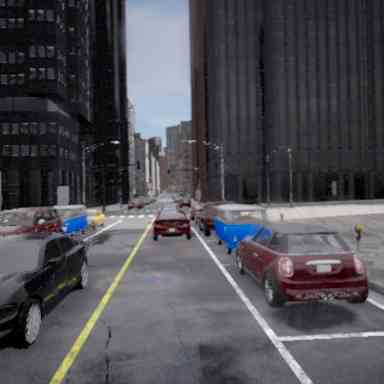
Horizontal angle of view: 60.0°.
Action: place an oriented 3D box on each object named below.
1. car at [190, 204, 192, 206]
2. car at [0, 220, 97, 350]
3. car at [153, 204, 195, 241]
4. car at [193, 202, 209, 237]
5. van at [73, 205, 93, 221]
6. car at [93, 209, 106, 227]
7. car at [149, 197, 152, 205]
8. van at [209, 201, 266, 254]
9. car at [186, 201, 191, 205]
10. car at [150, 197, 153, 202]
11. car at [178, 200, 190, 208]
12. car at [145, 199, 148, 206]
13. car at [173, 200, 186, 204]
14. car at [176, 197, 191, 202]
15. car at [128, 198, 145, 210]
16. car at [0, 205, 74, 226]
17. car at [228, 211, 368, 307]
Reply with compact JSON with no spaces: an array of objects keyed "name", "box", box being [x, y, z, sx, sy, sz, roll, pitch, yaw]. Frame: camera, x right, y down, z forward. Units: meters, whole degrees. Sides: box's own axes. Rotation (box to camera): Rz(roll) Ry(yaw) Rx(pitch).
[{"name":"car","box":[1.135,1.736,24.627,2.008,1.369,4.403,-1,0,-4]},{"name":"car","box":[-3.460,1.610,6.611,1.882,1.535,5.008,-1,-1,-4]},{"name":"car","box":[-1.104,1.656,18.118,1.882,1.535,5.008,-1,0,-4]},{"name":"car","box":[1.522,1.444,19.118,2.192,1.841,5.009,-1,0,-4]},{"name":"van","box":[-6.985,1.652,18.525,1.690,1.788,3.998,-1,0,-4]},{"name":"car","box":[-7.358,1.890,23.864,1.752,1.417,4.829,-1,0,-4]},{"name":"car","box":[-11.272,2.537,79.029,1.947,1.339,4.313,-2,-1,-4]},{"name":"van","box":[1.915,1.415,13.606,1.690,1.788,3.998,-1,0,-4]},{"name":"car","box":[0.743,1.787,30.139,1.887,1.381,4.507,-1,0,-4]},{"name":"car","box":[-11.661,2.563,84.488,1.752,1.417,4.829,-2,-1,-4]},{"name":"car","box":[-1.572,2.159,62.739,1.947,1.339,4.313,-2,-1,-4]},{"name":"car","box":[-10.080,2.090,62.145,2.192,1.841,5.009,-2,-1,-4]},{"name":"car","box":[-1.906,1.778,28.496,2.128,1.511,4.902,-1,-1,-4]},{"name":"car","box":[-1.179,1.846,57.112,2.192,1.841,5.009,-2,-1,-4]},{"name":"car","box":[-9.681,2.028,56.516,2.192,1.841,5.009,-1,-1,-4]},{"name":"car","box":[-6.595,1.570,13.014,2.192,1.841,5.009,-1,0,-4]},{"name":"car","box":[2.310,1.459,8.095,1.967,1.590,4.097,-1,0,-4]}]
